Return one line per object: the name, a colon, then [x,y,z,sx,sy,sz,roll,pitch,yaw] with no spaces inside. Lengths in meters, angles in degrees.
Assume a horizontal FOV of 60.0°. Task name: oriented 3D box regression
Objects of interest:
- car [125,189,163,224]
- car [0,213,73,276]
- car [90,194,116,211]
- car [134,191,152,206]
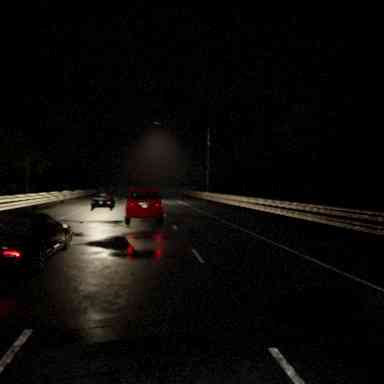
car: [-3.001,0.806,20.848,2.150,2.045,5.566,1,1,-9]
car: [-4.813,1.304,9.424,2.033,1.411,5.357,1,1,-9]
car: [-7.951,0.889,30.084,2.033,1.411,5.357,1,1,-9]
car: [-5.839,0.684,39.490,1.882,1.535,5.008,1,1,-9]
